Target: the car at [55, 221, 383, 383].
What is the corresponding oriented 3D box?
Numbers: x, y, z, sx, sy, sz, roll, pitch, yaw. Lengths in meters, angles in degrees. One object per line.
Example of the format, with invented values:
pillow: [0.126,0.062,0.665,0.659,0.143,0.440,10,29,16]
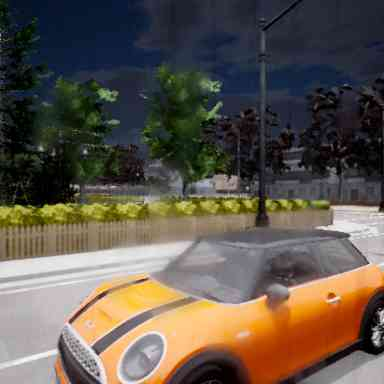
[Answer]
car: [0.667,1.344,4.446,4.553,1.767,2.097,0,0,-35]
